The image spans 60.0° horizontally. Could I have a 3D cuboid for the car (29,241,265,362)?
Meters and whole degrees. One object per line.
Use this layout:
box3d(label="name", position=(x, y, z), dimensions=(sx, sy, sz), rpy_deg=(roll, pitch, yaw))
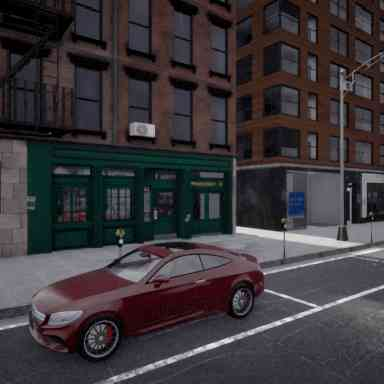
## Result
box3d(label="car", position=(-0.520, 1.582, 5.824), dimensions=(4.206, 1.307, 1.802), rpy_deg=(0, 0, -36))
